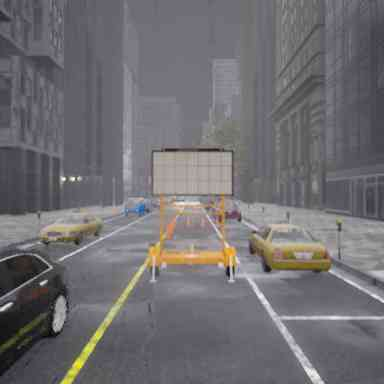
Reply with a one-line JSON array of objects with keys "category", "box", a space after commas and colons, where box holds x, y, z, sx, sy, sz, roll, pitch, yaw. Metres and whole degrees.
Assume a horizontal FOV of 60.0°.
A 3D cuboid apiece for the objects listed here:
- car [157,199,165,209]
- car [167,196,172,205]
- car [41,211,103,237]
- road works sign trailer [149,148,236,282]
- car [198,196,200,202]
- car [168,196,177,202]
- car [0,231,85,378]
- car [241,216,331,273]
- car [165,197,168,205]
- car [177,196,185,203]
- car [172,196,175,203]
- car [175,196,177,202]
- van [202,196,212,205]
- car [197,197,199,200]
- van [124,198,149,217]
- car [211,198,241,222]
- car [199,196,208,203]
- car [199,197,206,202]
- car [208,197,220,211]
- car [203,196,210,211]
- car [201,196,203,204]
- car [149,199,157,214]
[{"category": "car", "box": [-5.586, 1.720, 50.056, 1.967, 1.590, 4.097, 0, 0, 0]}, {"category": "car", "box": [-5.557, 1.982, 66.972, 1.802, 1.307, 4.206, 0, 0, 0]}, {"category": "car", "box": [-5.642, 1.603, 16.015, 1.752, 1.417, 4.829, 0, 0, 1]}, {"category": "road works sign trailer", "box": [0.015, 0.513, 9.875, 2.380, 3.560, 2.880, 0, 0, 0]}, {"category": "car", "box": [2.986, 2.068, 78.225, 1.802, 1.307, 4.206, 0, -1, 0]}, {"category": "car", "box": [-5.512, 1.954, 95.166, 2.192, 1.841, 5.009, 0, -1, 0]}, {"category": "car", "box": [-2.996, 1.525, 3.863, 1.837, 1.490, 4.892, 0, 0, 0]}, {"category": "car", "box": [2.882, 1.578, 10.755, 1.752, 1.417, 4.829, 0, 0, 1]}, {"category": "car", "box": [-5.576, 1.865, 55.694, 1.887, 1.381, 4.507, 0, 0, 0]}, {"category": "car", "box": [-2.857, 2.089, 86.973, 1.812, 1.442, 4.674, 0, -1, 0]}, {"category": "car", "box": [-5.540, 2.009, 78.079, 1.752, 1.417, 4.829, 0, 0, 0]}, {"category": "car", "box": [-5.531, 1.850, 83.888, 2.192, 1.841, 5.009, 0, -1, 0]}, {"category": "van", "box": [2.968, 1.741, 66.947, 1.690, 1.788, 3.998, 0, 0, 0]}, {"category": "car", "box": [2.995, 2.101, 83.862, 1.947, 1.339, 4.313, 0, -1, 0]}, {"category": "van", "box": [-5.612, 1.508, 33.140, 1.690, 1.788, 3.998, 0, 0, 0]}, {"category": "car", "box": [2.903, 1.575, 27.471, 1.967, 1.590, 4.097, 0, 0, 0]}, {"category": "car", "box": [3.004, 1.902, 89.504, 2.192, 1.841, 5.009, 0, -1, 0]}, {"category": "car", "box": [3.014, 2.183, 95.142, 1.887, 1.381, 4.507, 0, -1, 0]}, {"category": "car", "box": [2.912, 1.608, 33.110, 1.967, 1.590, 4.097, 0, 0, 0]}, {"category": "car", "box": [2.930, 1.555, 44.390, 2.192, 1.841, 5.009, 0, 0, 0]}, {"category": "car", "box": [2.940, 1.595, 50.029, 2.192, 1.841, 5.009, 0, 0, 0]}, {"category": "car", "box": [-5.604, 1.768, 38.777, 1.947, 1.339, 4.313, 0, 0, 0]}]
